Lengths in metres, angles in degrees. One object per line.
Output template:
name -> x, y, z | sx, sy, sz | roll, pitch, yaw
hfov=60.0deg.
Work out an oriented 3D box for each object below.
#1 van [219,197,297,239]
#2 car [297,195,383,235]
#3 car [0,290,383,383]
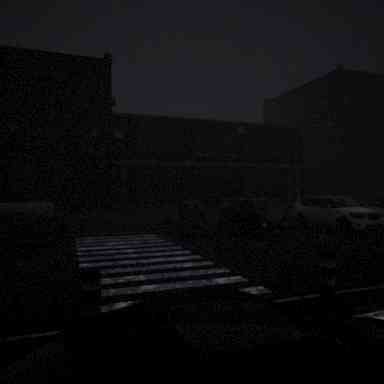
van -> 3.096, 1.249, 17.219 | 1.878, 1.987, 4.442 | 0, 0, -21
car -> 8.205, 1.222, 19.288 | 2.435, 2.045, 5.566 | 0, 0, -21
car -> 0.433, 1.525, 2.375 | 4.674, 1.442, 1.812 | 0, 0, -21
